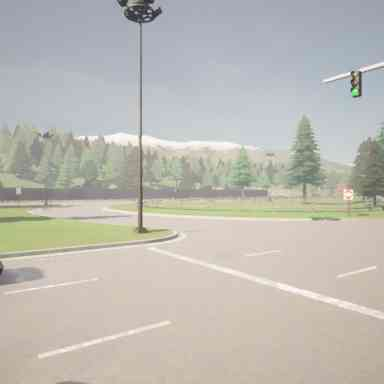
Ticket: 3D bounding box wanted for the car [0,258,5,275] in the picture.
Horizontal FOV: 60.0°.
[{"bbox_3d":[-7.183,1.547,7.218,5.357,1.411,2.033,0,0,-35],"label":"car"}]
